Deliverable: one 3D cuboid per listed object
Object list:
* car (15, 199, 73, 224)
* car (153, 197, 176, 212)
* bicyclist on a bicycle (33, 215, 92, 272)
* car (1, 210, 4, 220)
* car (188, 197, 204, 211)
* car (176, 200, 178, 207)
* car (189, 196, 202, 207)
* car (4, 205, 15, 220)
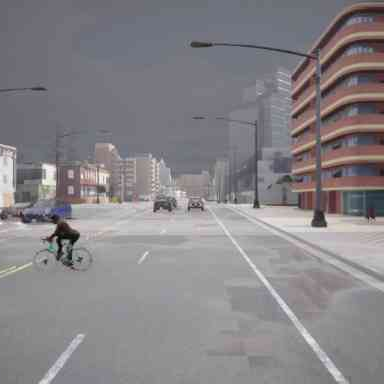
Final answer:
[{"bbox_3d":[-10.374,1.302,24.127,2.097,1.767,4.553,0,0,1],"label":"car"},{"bbox_3d":[-3.099,1.375,36.320,1.837,1.490,4.892,0,0,1],"label":"car"},{"bbox_3d":[-3.646,1.457,9.315,1.656,1.620,0.582,-2,0,0],"label":"bicyclist on a bicycle"},{"bbox_3d":[-13.931,1.207,19.623,2.150,2.045,5.566,0,0,1],"label":"car"},{"bbox_3d":[0.431,1.399,38.333,2.033,1.411,5.357,0,0,1],"label":"car"},{"bbox_3d":[-3.048,1.403,46.376,2.033,1.411,5.357,0,0,1],"label":"car"},{"bbox_3d":[0.499,1.389,48.812,1.812,1.442,4.674,0,-1,1],"label":"car"},{"bbox_3d":[-13.752,1.509,27.485,1.812,1.442,4.674,0,0,1],"label":"car"}]
